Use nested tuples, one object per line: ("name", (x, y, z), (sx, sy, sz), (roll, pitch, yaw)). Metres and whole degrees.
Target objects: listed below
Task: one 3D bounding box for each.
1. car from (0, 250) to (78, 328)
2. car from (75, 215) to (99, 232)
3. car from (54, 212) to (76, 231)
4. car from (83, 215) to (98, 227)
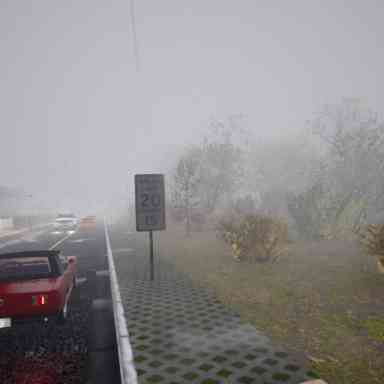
("car", (-3.718, 1.989, 7.618), (1.895, 1.301, 4.718), (-1, -3, -15))
("car", (-11.580, 3.511, 37.126), (1.882, 1.535, 5.008), (-1, -3, -15))
("car", (-15.474, 3.555, 40.817), (2.150, 2.045, 5.566), (-1, -3, -15))
("car", (-14.316, 4.095, 47.171), (1.837, 1.490, 4.892), (-1, -3, -15))
